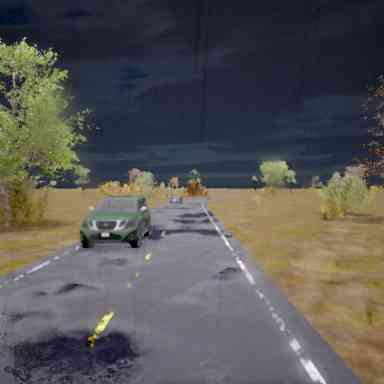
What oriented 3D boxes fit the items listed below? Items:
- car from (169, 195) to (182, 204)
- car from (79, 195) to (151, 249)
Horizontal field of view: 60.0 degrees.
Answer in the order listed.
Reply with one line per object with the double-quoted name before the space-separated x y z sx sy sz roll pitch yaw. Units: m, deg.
"car" -2.686 1.238 55.502 2.128 1.511 4.902 0 0 4
"car" -3.100 1.161 14.652 2.150 2.045 5.566 0 0 0
